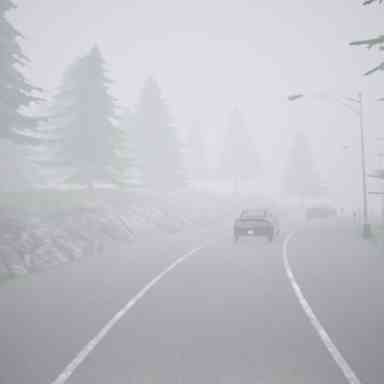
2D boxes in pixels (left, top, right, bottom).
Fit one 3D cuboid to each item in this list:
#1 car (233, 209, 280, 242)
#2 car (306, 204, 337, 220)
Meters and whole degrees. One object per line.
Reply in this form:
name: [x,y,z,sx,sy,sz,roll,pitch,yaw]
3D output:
car: [3.423,1.632,17.246,2.128,1.511,4.902,-2,-1,19]
car: [13.571,2.038,34.755,1.882,1.535,5.008,-5,-5,39]
